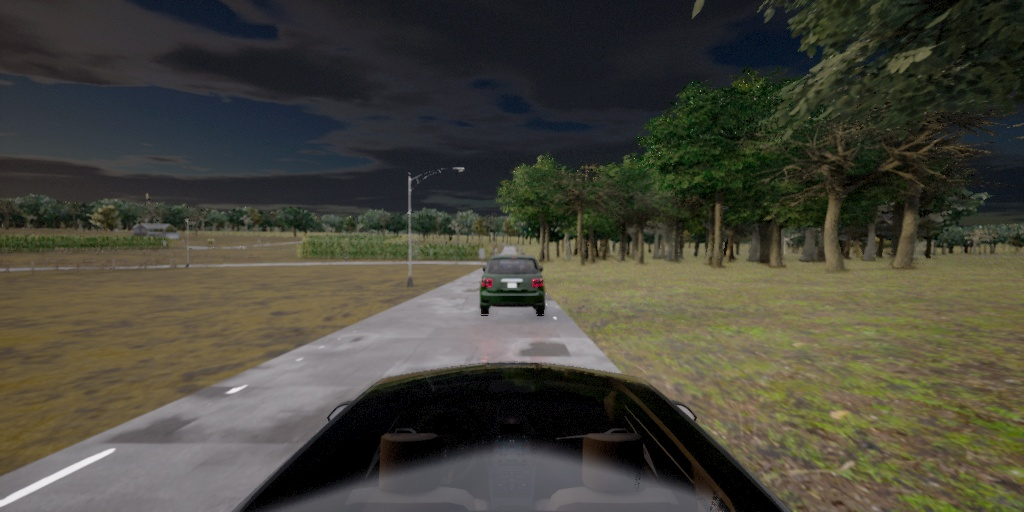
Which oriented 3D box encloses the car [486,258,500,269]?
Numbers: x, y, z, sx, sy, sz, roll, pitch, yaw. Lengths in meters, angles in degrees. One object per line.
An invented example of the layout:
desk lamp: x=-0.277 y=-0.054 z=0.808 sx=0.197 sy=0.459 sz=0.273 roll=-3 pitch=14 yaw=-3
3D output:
car: x=-2.831 y=1.058 z=54.783 sx=1.882 sy=1.535 sz=5.008 roll=0 pitch=0 yaw=0

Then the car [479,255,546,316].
car: x=0.035 y=0.971 z=13.513 sx=2.150 sy=2.045 sz=5.566 roll=0 pitch=0 yaw=1
